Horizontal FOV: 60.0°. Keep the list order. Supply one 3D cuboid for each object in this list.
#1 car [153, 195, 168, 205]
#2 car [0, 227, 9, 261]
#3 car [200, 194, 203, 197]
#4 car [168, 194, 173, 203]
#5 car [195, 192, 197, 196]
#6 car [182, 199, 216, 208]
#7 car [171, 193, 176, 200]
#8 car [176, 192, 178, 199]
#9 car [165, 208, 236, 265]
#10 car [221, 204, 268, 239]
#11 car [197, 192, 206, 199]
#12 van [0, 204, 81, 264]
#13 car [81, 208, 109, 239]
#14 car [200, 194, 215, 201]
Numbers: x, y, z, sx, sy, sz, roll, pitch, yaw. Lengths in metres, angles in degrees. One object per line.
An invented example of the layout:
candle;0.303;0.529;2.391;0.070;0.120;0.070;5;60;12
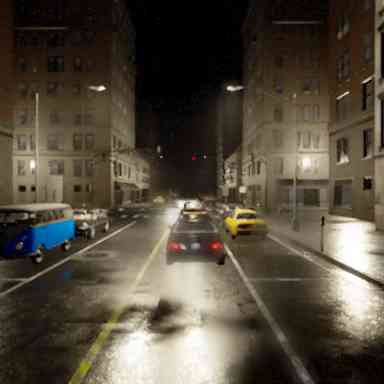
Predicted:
car;-5.404;1.410;54.545;1.752;1.417;4.829;0;0;0
car;-5.394;1.569;5.939;1.802;1.307;4.206;0;0;0
car;2.621;1.467;54.719;1.802;1.307;4.206;0;0;0
car;-5.407;1.425;66.077;1.947;1.339;4.313;0;0;0
car;2.613;1.134;83.127;2.192;1.841;5.009;0;0;0
car;0.104;1.445;22.049;2.128;1.511;4.902;0;0;-2
car;-5.411;1.383;77.440;2.008;1.369;4.403;0;0;0
car;-5.414;1.246;88.802;1.967;1.590;4.097;0;0;0
car;0.096;1.523;11.602;2.033;1.411;5.357;0;0;0
car;2.639;1.490;16.925;1.752;1.417;4.829;0;0;0
car;2.616;1.286;71.764;1.967;1.590;4.097;0;0;0
van;-5.395;1.317;11.345;1.690;1.788;3.998;0;0;0
car;-5.395;1.515;16.752;2.008;1.369;4.403;0;0;0
car;2.623;1.448;49.037;2.008;1.369;4.403;0;0;0
